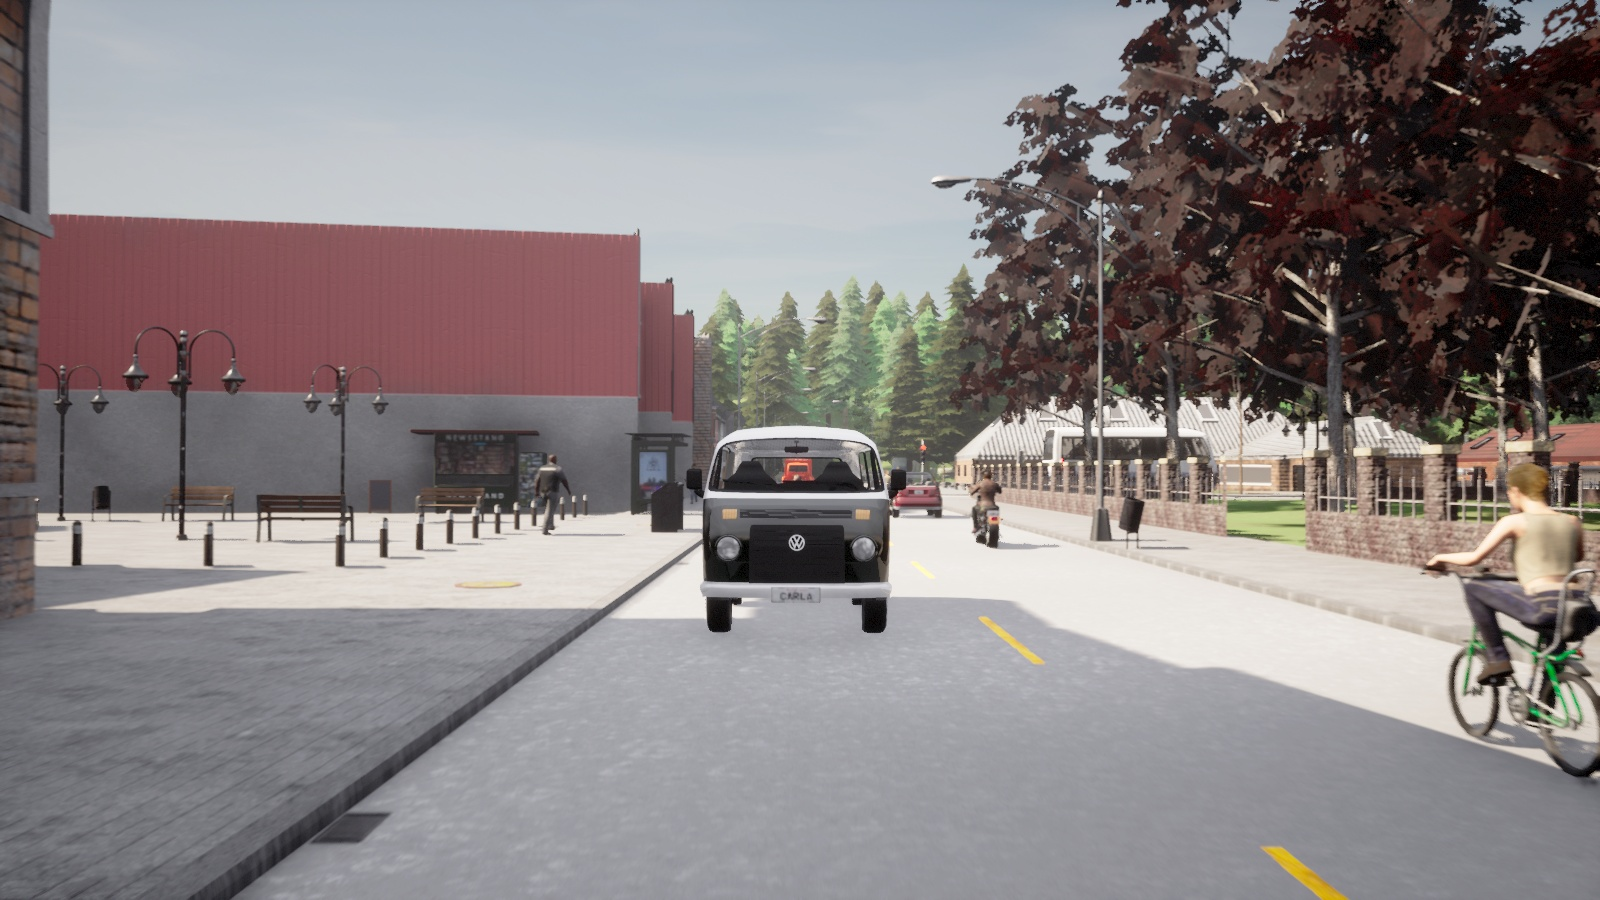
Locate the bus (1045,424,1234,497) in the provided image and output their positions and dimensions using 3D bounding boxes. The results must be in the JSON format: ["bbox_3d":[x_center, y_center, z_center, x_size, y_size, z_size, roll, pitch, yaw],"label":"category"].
[{"bbox_3d":[20.331,0.624,75.714,10.273,4.253,3.944,0,-1,-2],"label":"bus"}]

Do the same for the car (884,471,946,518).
[{"bbox_3d":[3.930,1.504,43.419,1.789,1.549,3.705,0,-1,0],"label":"car"}]

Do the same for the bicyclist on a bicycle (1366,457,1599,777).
[{"bbox_3d":[3.982,0.854,7.095,0.866,1.612,1.509,0,-1,0],"label":"bicyclist on a bicycle"}]

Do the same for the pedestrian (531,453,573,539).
[{"bbox_3d":[-5.554,1.018,28.159,0.563,1.883,0.849,-1,-1,20],"label":"pedestrian"}]

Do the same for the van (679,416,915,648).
[{"bbox_3d":[-0.033,0.761,13.312,2.069,2.038,4.480,0,-1,0],"label":"van"}]

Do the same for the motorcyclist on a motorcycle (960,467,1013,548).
[{"bbox_3d":[3.948,1.197,26.760,0.766,1.649,2.350,0,-1,0],"label":"motorcyclist on a motorcycle"}]
